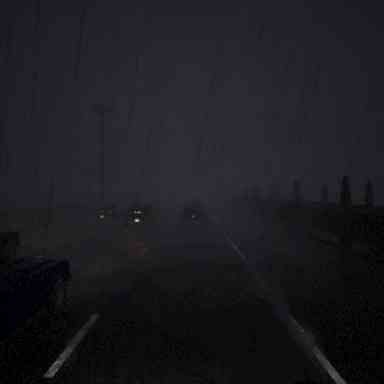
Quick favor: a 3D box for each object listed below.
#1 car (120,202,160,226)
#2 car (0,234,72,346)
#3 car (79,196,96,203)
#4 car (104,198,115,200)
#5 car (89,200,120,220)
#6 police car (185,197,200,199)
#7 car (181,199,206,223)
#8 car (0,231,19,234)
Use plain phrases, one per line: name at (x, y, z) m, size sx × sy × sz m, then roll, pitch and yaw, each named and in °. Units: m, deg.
car at (-3.397, 1.491, 22.995) m, size 1.837 × 1.490 × 4.892 m, roll 0°, pitch 0°, yaw 0°
car at (-3.400, 1.598, 4.746) m, size 1.895 × 1.301 × 4.718 m, roll 0°, pitch 0°, yaw 0°
car at (-17.495, 1.513, 56.031) m, size 1.837 × 1.490 × 4.892 m, roll 0°, pitch 0°, yaw 0°
car at (-13.995, 1.597, 56.001) m, size 1.895 × 1.301 × 4.718 m, roll 0°, pitch 0°, yaw 0°
car at (-6.898, 1.584, 27.741) m, size 1.895 × 1.301 × 4.718 m, roll 0°, pitch 0°, yaw 0°
police car at (0.104, 1.399, 42.785) m, size 1.930 × 1.638 × 5.238 m, roll 0°, pitch 0°, yaw 0°
car at (0.102, 1.510, 25.389) m, size 1.812 × 1.442 × 4.674 m, roll 0°, pitch 0°, yaw 0°
car at (-6.899, 1.595, 9.512) m, size 1.895 × 1.301 × 4.718 m, roll 0°, pitch 0°, yaw 0°
